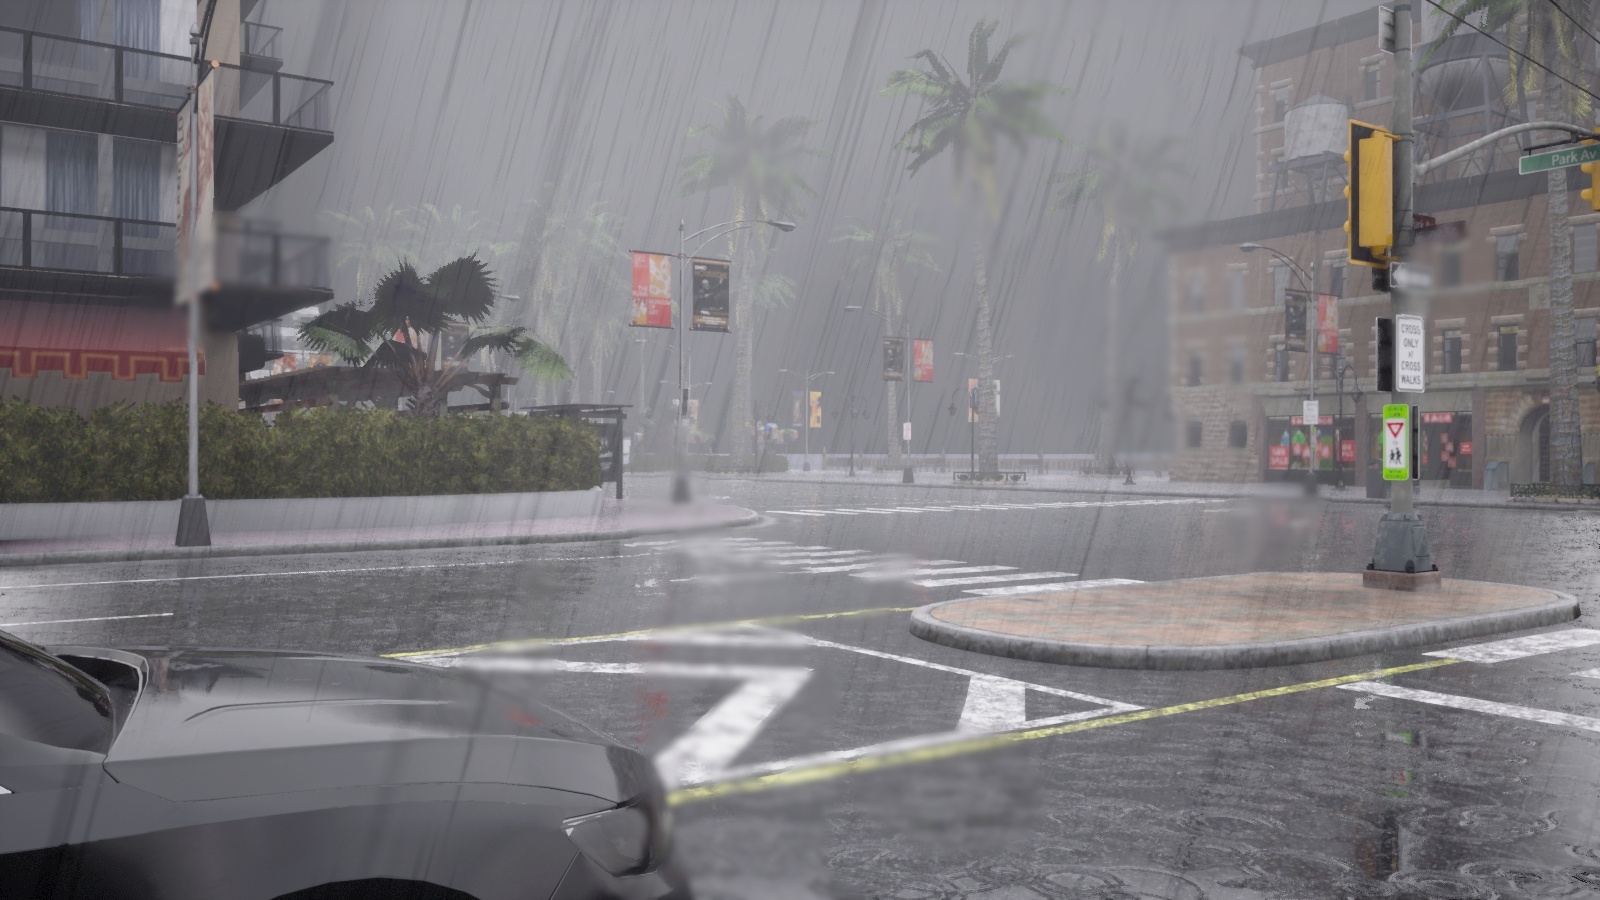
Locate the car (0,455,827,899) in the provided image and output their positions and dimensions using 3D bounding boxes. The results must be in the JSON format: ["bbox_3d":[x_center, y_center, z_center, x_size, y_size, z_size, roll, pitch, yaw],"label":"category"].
[{"bbox_3d":[-2.478,0.760,1.933,4.892,1.490,1.837,0,0,-35],"label":"car"}]
